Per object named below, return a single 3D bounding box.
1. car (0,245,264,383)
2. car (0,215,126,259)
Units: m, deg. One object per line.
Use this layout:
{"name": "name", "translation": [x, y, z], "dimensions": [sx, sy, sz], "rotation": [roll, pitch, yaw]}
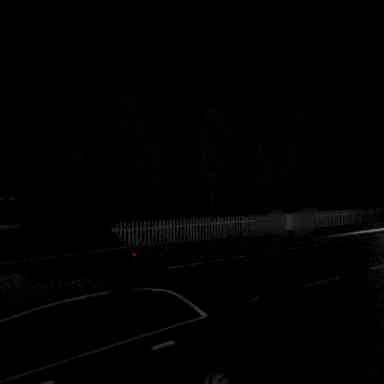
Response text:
{"name": "car", "translation": [-1.489, 1.504, 2.930], "dimensions": [4.892, 1.490, 1.837], "rotation": [0, 0, -35]}
{"name": "car", "translation": [-3.240, 1.352, 5.978], "dimensions": [4.553, 1.767, 2.097], "rotation": [0, 0, -35]}
